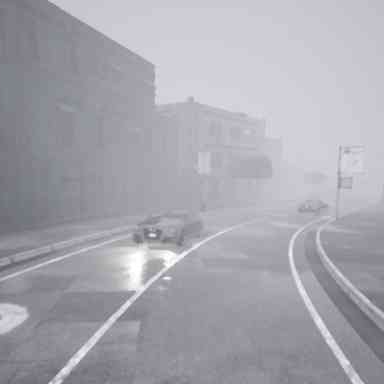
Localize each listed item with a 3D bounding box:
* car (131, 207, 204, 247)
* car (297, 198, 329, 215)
[{"bbox_3d":[-0.866,1.371,14.086,1.994,1.385,4.181,2,1,17],"label":"car"},{"bbox_3d":[11.304,1.317,30.872,2.033,1.411,5.357,4,2,33],"label":"car"}]
